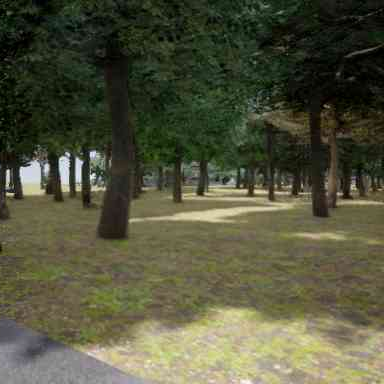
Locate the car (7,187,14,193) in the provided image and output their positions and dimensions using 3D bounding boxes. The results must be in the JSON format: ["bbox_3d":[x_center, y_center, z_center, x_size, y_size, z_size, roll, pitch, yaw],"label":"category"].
[{"bbox_3d":[-41.850,-0.376,75.234,2.128,1.511,4.902,-1,1,34],"label":"car"}]
